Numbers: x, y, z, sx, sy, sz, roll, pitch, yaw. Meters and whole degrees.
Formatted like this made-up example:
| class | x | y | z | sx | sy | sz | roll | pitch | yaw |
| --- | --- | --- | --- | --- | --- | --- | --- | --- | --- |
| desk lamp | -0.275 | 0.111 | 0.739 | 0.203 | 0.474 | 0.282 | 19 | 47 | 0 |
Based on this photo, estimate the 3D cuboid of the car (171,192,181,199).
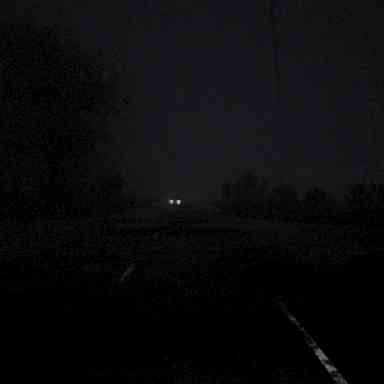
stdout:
| class | x | y | z | sx | sy | sz | roll | pitch | yaw |
| --- | --- | --- | --- | --- | --- | --- | --- | --- | --- |
| car | -3.503 | 0.656 | 71.741 | 1.812 | 1.442 | 4.674 | 0 | 0 | 0 |
